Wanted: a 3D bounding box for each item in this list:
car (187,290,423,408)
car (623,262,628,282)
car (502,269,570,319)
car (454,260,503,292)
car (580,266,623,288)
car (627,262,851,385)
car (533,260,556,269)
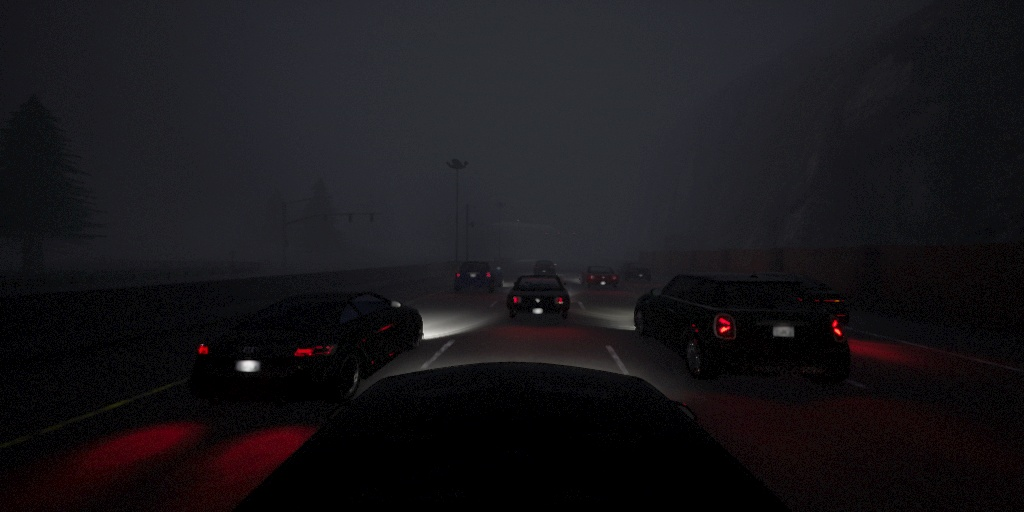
[{"bbox_3d":[-3.036,1.274,6.294,1.994,1.385,4.181,0,0,3],"label":"car"},{"bbox_3d":[9.553,1.202,28.219,1.812,1.442,4.674,0,0,6],"label":"car"},{"bbox_3d":[0.963,1.303,12.631,1.895,1.301,4.718,0,0,5],"label":"car"},{"bbox_3d":[-1.779,1.000,20.354,2.097,1.767,4.553,0,0,6],"label":"car"},{"bbox_3d":[5.511,1.279,23.034,1.895,1.301,4.718,0,0,6],"label":"car"},{"bbox_3d":[4.057,1.099,7.287,2.097,1.767,4.553,0,0,4],"label":"car"},{"bbox_3d":[2.901,1.096,32.069,1.882,1.535,5.008,0,0,6],"label":"car"}]
